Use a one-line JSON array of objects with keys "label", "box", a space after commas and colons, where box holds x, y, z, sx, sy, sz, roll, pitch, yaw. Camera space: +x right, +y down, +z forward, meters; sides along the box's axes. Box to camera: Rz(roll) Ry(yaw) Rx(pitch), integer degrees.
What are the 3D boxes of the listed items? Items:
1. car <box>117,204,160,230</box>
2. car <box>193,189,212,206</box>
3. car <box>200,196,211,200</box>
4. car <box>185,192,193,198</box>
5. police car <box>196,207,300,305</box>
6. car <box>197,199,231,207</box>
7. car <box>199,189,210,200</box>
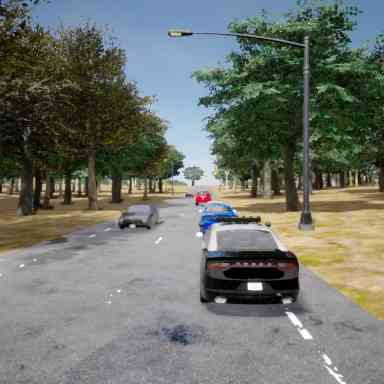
[{"label": "car", "box": [-3.128, 1.451, 20.698, 2.033, 1.411, 5.357, 0, 1, 2]}, {"label": "car", "box": [1.624, 0.805, 46.168, 2.150, 2.045, 5.566, 0, 1, 3]}, {"label": "car", "box": [1.673, 1.315, 24.300, 1.801, 1.575, 5.366, 0, 1, 3]}, {"label": "car", "box": [-0.589, 0.680, 75.832, 1.895, 1.301, 4.718, 0, 1, 3]}, {"label": "police car", "box": [1.129, 1.409, 8.303, 1.930, 1.638, 5.238, 0, 0, 1]}, {"label": "car", "box": [1.408, 1.401, 18.132, 1.882, 1.535, 5.008, 0, 1, 2]}, {"label": "car", "box": [2.500, 0.466, 67.364, 2.150, 2.045, 5.566, 0, 1, 3]}]
